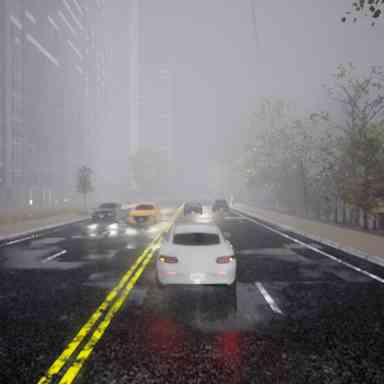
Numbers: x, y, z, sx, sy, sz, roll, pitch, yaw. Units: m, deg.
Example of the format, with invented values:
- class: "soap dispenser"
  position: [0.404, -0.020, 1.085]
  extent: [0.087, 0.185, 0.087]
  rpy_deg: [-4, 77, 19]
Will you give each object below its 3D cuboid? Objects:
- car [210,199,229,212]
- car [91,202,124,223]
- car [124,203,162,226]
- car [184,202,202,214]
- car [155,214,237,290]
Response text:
- class: "car"
  position: [3.358, 1.612, 40.167]
  extent: [1.837, 1.490, 4.892]
  rpy_deg: [0, 0, 0]
- class: "car"
  position: [-6.587, 1.575, 26.652]
  extent: [1.837, 1.490, 4.892]
  rpy_deg: [0, 0, 0]
- class: "car"
  position: [-3.341, 1.542, 24.384]
  extent: [1.882, 1.535, 5.008]
  rpy_deg: [0, 0, 0]
- class: "car"
  position: [0.109, 1.693, 34.681]
  extent: [1.895, 1.301, 4.718]
  rpy_deg: [0, 0, 0]
- class: "car"
  position: [0.100, 1.549, 9.029]
  extent: [1.812, 1.442, 4.674]
  rpy_deg: [0, 0, 0]
